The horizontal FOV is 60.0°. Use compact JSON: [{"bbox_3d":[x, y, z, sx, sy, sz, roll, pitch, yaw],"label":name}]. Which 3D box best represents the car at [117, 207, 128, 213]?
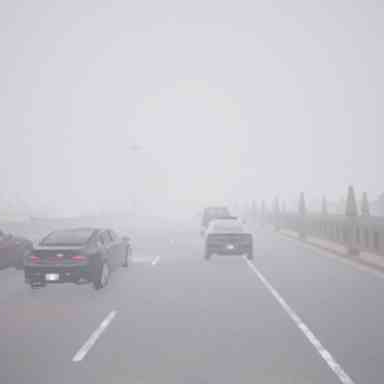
[{"bbox_3d":[-14.494,4.014,69.234,2.097,1.767,4.553,0,-2,-9],"label":"car"}]

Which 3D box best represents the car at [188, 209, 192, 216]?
[{"bbox_3d":[0.468,3.989,64.679,1.994,1.385,4.181,0,-2,-9],"label":"car"}]

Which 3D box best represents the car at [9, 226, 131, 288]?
[{"bbox_3d":[-3.118,1.783,9.997,1.837,1.490,4.892,0,-2,1],"label":"car"}]

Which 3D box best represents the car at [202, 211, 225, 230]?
[{"bbox_3d":[1.852,2.544,30.404,1.882,1.535,5.008,0,-2,1],"label":"car"}]

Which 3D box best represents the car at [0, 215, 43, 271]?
[{"bbox_3d":[-6.625,1.639,9.819,2.097,1.767,4.553,0,-2,1],"label":"car"}]

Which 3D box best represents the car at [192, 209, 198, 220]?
[{"bbox_3d":[1.290,3.371,50.102,1.812,1.442,4.674,0,-2,0],"label":"car"}]

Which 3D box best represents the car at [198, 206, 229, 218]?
[{"bbox_3d":[1.699,2.055,24.451,2.150,2.045,5.566,0,-2,1],"label":"car"}]

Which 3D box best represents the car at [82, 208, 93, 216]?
[{"bbox_3d":[-21.580,4.169,69.082,1.882,1.535,5.008,0,-2,-12],"label":"car"}]

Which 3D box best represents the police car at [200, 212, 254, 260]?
[{"bbox_3d":[1.448,1.866,14.534,1.930,1.638,5.238,0,-2,1],"label":"police car"}]

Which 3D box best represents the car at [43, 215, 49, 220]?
[{"bbox_3d":[-13.362,2.637,28.028,1.895,1.301,4.718,0,-2,1],"label":"car"}]

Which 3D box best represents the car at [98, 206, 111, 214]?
[{"bbox_3d":[-17.875,3.866,68.303,2.150,2.045,5.566,0,-2,-9],"label":"car"}]
